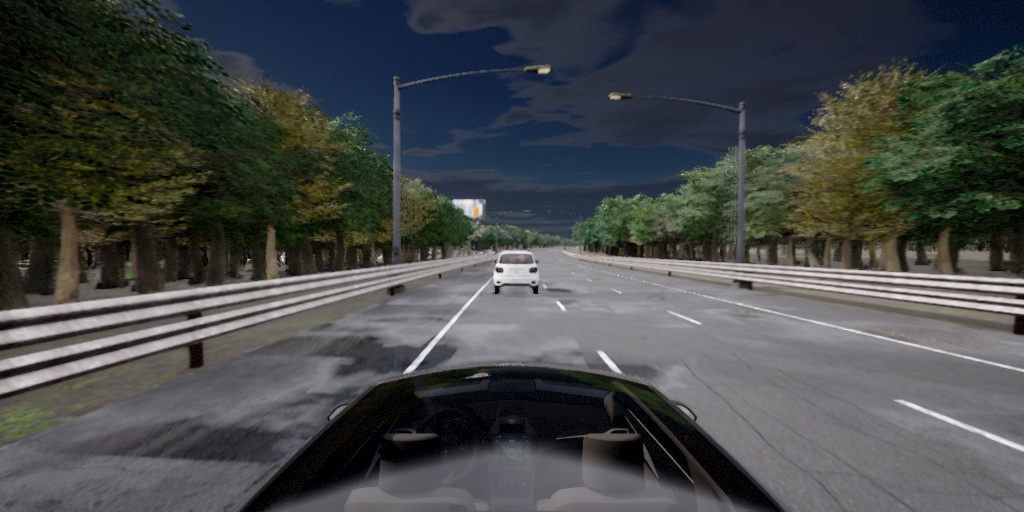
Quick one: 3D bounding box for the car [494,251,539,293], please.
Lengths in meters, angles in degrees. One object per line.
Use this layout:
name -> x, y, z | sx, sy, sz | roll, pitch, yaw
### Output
car -> 0.236, 0.753, 18.837 | 2.150, 2.045, 5.566 | 0, 1, 1
